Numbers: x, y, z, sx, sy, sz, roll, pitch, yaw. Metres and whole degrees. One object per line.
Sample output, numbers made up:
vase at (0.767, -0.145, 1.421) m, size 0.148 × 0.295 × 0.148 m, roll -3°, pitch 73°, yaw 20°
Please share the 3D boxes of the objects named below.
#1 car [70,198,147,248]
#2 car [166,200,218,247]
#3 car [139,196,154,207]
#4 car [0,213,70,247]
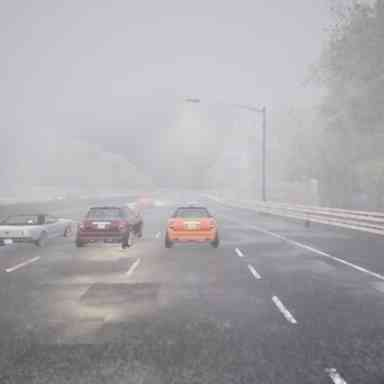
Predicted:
car at (-3.508, 1.351, 15.001) m, size 2.097 × 1.767 × 4.553 m, roll 0°, pitch 0°, yaw 0°
car at (-0.008, 1.352, 15.161) m, size 2.097 × 1.767 × 4.553 m, roll 0°, pitch 0°, yaw 0°
car at (-7.022, 1.352, 50.412) m, size 2.097 × 1.767 × 4.553 m, roll 0°, pitch 0°, yaw 0°
car at (-7.005, 1.600, 14.952) m, size 1.895 × 1.301 × 4.718 m, roll 0°, pitch 0°, yaw 0°
